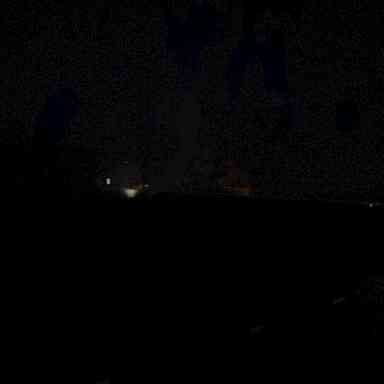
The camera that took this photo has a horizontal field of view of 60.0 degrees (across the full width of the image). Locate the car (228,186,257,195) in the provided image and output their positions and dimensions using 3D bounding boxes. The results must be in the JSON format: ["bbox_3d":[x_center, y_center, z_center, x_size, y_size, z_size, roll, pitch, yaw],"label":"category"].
[{"bbox_3d":[9.465,-0.271,60.256,1.882,1.535,5.008,0,2,-35],"label":"car"}]

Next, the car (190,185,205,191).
[{"bbox_3d":[1.458,-0.833,71.419,1.994,1.385,4.181,0,2,-36],"label":"car"}]

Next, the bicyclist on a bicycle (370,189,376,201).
[{"bbox_3d":[24.391,0.475,44.746,1.656,1.620,0.582,0,2,-36],"label":"bicyclist on a bicycle"}]

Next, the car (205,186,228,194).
[{"bbox_3d":[5.248,-0.365,61.332,2.128,1.511,4.902,0,2,-35],"label":"car"}]
